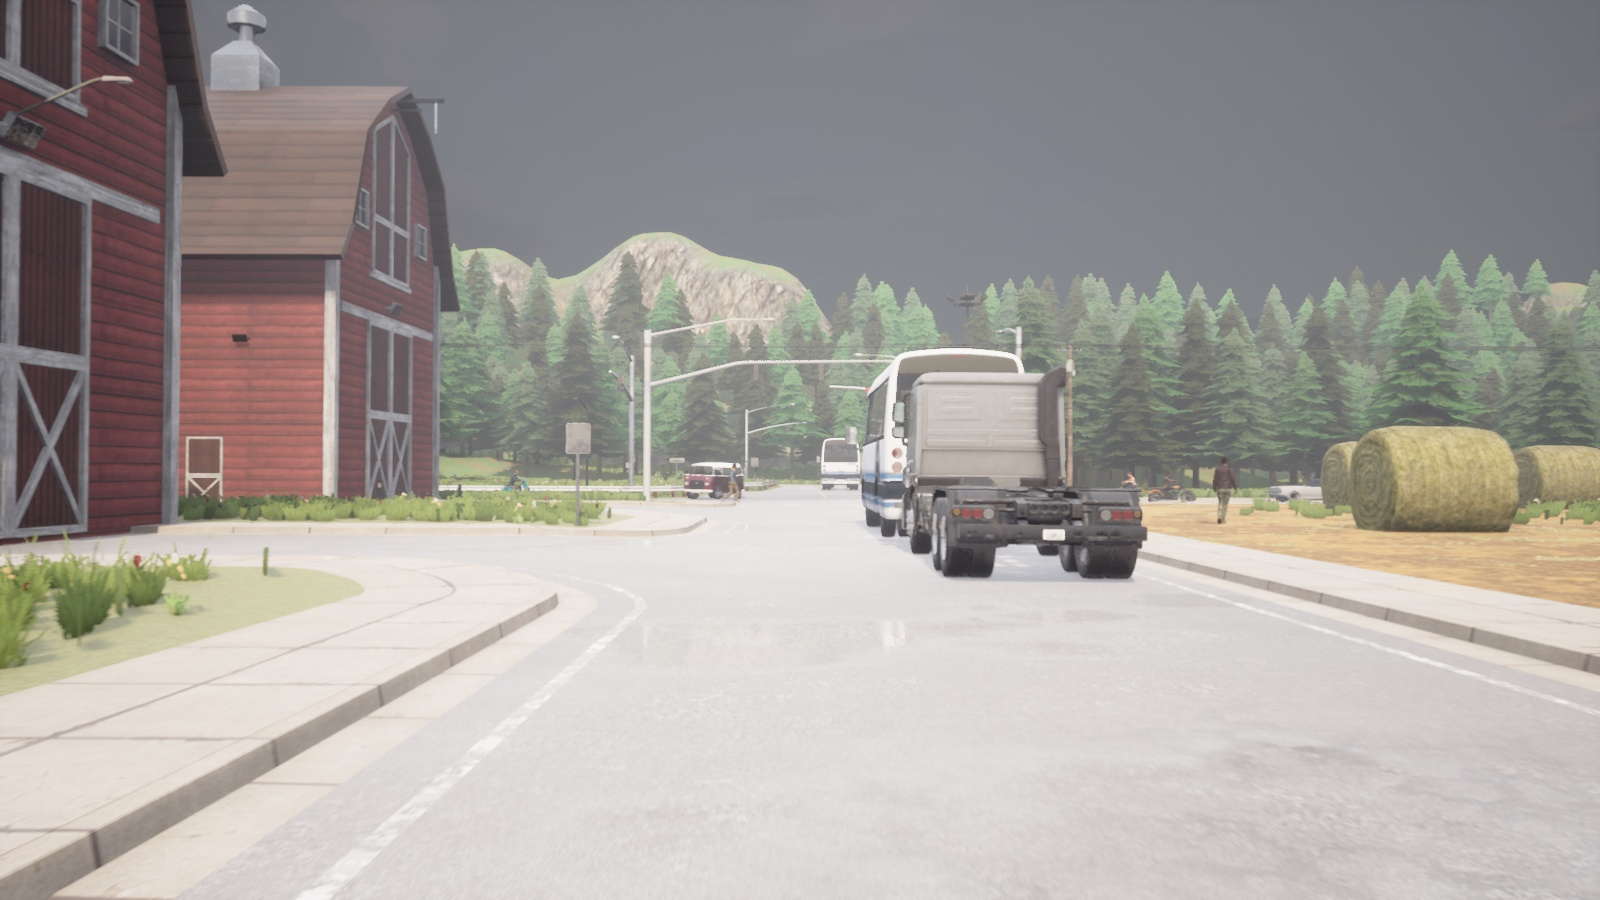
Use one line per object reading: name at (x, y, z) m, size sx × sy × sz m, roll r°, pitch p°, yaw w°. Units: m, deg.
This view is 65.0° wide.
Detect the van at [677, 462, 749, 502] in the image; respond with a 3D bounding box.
van at (-4.732, 1.728, 69.261) m, size 2.069 × 2.038 × 4.480 m, roll 1°, pitch 0°, yaw 24°

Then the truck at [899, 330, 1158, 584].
truck at (3.449, 0.157, 21.156) m, size 2.891 × 3.462 × 7.936 m, roll 0°, pitch -1°, yaw 0°

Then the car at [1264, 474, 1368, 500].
car at (27.263, 1.945, 66.467) m, size 4.718 × 1.301 × 1.895 m, roll 0°, pitch -1°, yaw 1°

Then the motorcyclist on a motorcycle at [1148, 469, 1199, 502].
motorcyclist on a motorcycle at (18.760, 1.773, 63.098) m, size 2.350 × 1.649 × 0.766 m, roll 0°, pitch -1°, yaw 1°

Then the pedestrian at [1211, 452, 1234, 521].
pedestrian at (11.504, 0.985, 34.195) m, size 0.431 × 1.840 × 0.703 m, roll -1°, pitch -1°, yaw 30°

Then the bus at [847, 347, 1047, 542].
bus at (3.415, -0.029, 32.623) m, size 3.944 × 4.253 × 10.273 m, roll 0°, pitch -1°, yaw 0°

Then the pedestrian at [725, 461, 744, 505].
pedestrian at (-2.935, 1.456, 55.899) m, size 0.788 × 1.949 × 0.423 m, roll 0°, pitch -1°, yaw -11°
